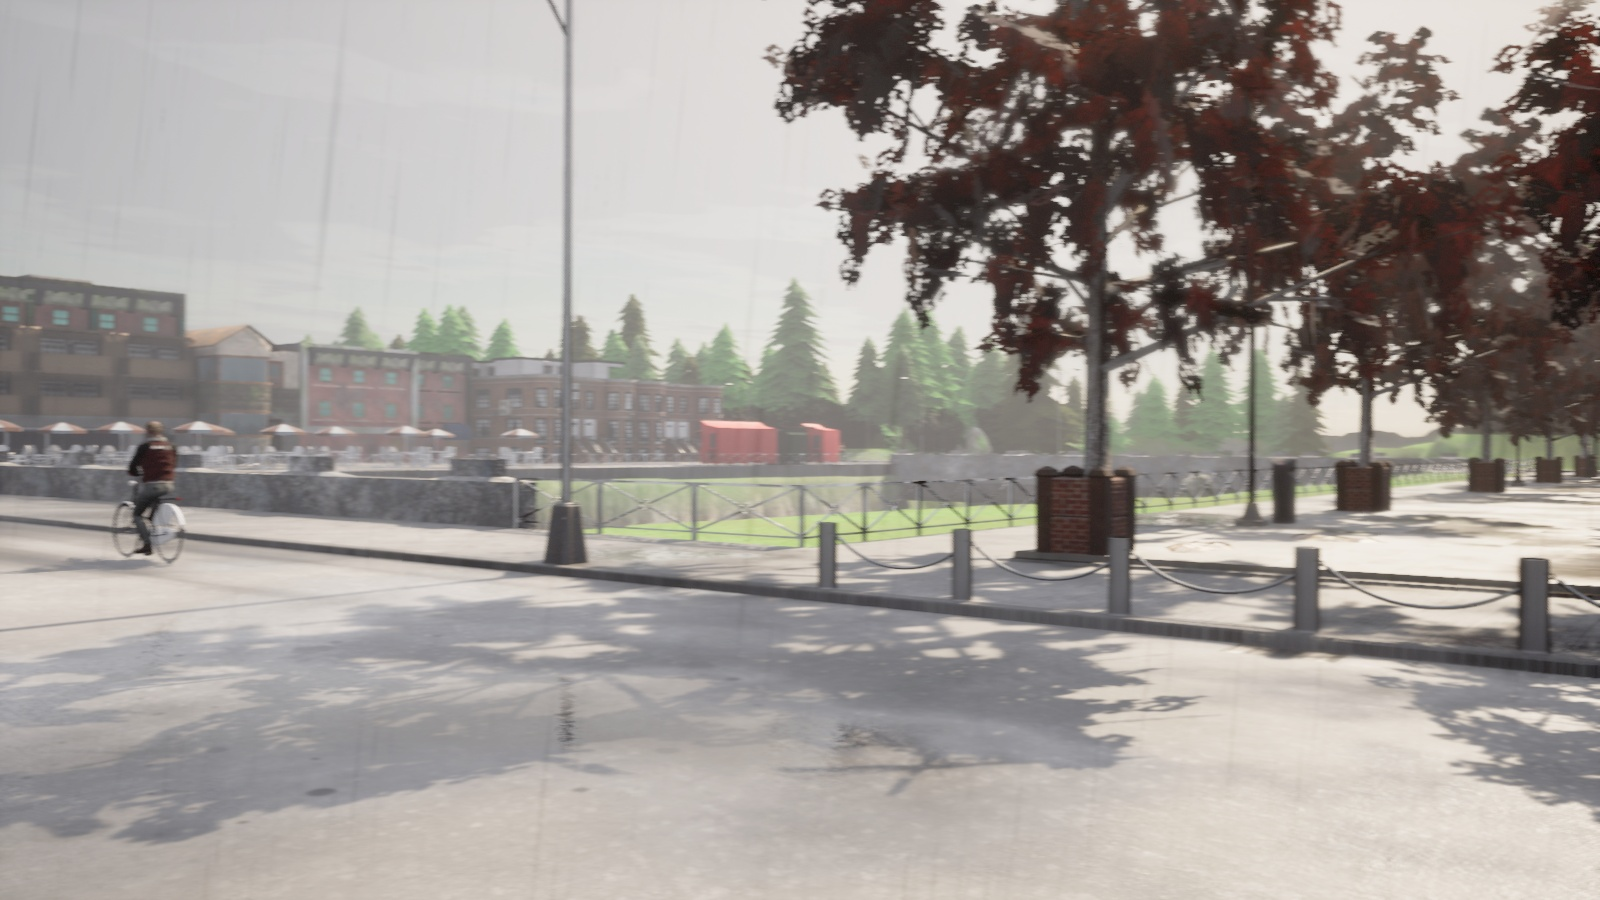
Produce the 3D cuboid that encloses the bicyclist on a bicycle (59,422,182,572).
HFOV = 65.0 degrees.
[{"bbox_3d":[-8.511,0.554,15.708,1.843,1.776,0.659,0,0,37],"label":"bicyclist on a bicycle"}]
